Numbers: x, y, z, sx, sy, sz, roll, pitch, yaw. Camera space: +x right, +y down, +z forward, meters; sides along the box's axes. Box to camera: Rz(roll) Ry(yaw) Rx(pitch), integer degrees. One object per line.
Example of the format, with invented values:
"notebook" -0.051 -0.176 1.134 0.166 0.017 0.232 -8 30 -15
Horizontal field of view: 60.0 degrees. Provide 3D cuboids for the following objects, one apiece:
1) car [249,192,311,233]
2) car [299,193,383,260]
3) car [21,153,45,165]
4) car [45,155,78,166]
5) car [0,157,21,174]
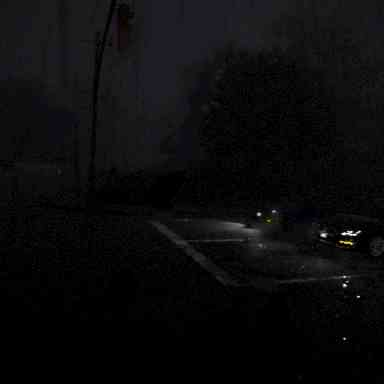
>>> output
"car" 4.410 0.702 13.103 4.181 1.385 1.994 1 5 -19
"car" 5.928 0.985 9.938 4.892 1.490 1.837 1 5 -19
"car" -21.646 -4.559 45.521 2.033 1.411 5.357 4 8 5
"car" -17.998 -4.534 46.840 2.033 1.411 5.357 4 8 5
"car" -18.626 -2.547 31.701 1.994 1.385 4.181 3 7 -2
